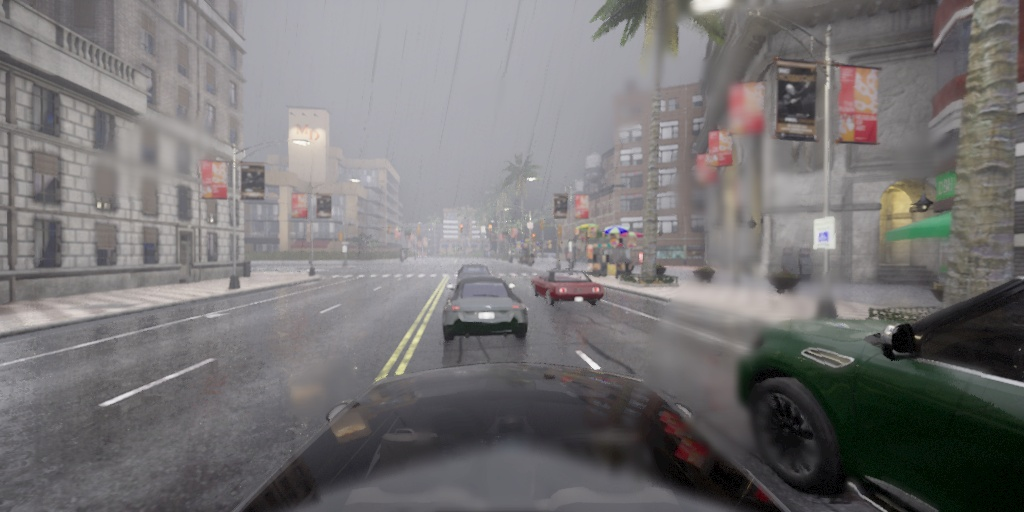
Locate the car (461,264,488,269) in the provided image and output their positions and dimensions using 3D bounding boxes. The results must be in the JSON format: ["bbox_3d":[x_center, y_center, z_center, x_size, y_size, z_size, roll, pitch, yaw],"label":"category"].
[{"bbox_3d":[-2.029,1.134,19.198,2.033,1.411,5.357,0,1,-8],"label":"car"}]

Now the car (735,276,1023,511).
[{"bbox_3d":[3.419,0.976,1.347,2.150,2.045,5.566,0,1,-1],"label":"car"}]

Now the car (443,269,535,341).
[{"bbox_3d":[-0.810,1.238,9.717,1.994,1.385,4.181,0,0,-8],"label":"car"}]

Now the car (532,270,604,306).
[{"bbox_3d":[2.082,1.226,14.929,1.895,1.301,4.718,0,1,-8],"label":"car"}]
